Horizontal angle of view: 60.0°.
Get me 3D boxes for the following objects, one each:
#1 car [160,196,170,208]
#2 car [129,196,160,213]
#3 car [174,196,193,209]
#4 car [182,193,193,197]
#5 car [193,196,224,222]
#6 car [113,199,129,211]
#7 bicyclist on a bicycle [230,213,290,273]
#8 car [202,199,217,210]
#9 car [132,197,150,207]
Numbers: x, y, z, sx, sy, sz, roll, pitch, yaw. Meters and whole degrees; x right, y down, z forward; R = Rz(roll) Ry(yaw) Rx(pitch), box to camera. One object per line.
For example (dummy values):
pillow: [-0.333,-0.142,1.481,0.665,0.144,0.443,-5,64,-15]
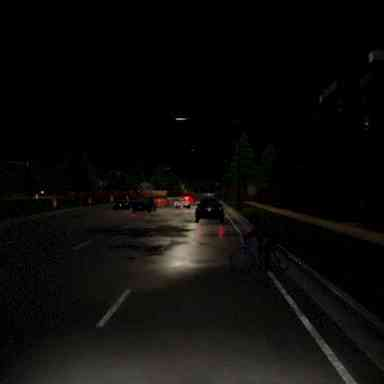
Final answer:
car: [-4.489,1.321,48.860,2.097,1.767,4.553,0,0,4]
car: [-5.114,1.455,36.585,1.882,1.535,5.008,0,0,4]
car: [-1.189,1.574,43.986,1.895,1.301,4.718,0,0,3]
car: [-0.671,1.188,54.009,2.150,2.045,5.566,0,0,3]
car: [1.396,1.336,26.415,2.097,1.767,4.553,0,0,3]
car: [-8.343,1.538,41.224,1.994,1.385,4.181,0,0,3]
bicyclist on a bicycle: [1.865,1.413,9.125,1.656,1.620,0.582,0,0,3]
car: [2.284,1.574,43.535,1.895,1.301,4.718,0,0,3]
car: [-7.824,1.493,51.126,1.812,1.442,4.674,0,0,3]
